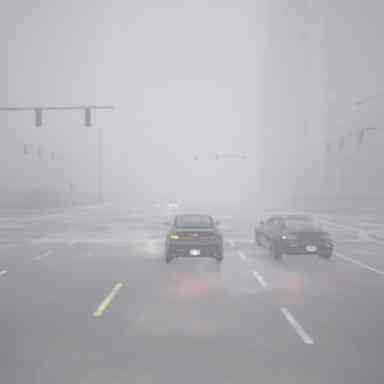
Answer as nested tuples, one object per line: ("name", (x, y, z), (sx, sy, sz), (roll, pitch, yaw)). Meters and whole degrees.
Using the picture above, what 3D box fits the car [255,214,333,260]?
("car", (3.571, 1.520, 12.241), (1.812, 1.442, 4.674), (0, 0, 0))

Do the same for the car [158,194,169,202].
("car", (-6.698, 1.289, 77.659), (2.097, 1.767, 4.553), (0, 0, 1))

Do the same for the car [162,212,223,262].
("car", (0.003, 1.499, 12.039), (1.837, 1.490, 4.892), (0, 0, -2))

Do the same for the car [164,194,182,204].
("car", (-3.474, 1.464, 62.331), (2.128, 1.511, 4.902), (0, 0, 1))

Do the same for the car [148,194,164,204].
("car", (-6.968, 1.497, 62.272), (1.812, 1.442, 4.674), (0, 0, 1))
